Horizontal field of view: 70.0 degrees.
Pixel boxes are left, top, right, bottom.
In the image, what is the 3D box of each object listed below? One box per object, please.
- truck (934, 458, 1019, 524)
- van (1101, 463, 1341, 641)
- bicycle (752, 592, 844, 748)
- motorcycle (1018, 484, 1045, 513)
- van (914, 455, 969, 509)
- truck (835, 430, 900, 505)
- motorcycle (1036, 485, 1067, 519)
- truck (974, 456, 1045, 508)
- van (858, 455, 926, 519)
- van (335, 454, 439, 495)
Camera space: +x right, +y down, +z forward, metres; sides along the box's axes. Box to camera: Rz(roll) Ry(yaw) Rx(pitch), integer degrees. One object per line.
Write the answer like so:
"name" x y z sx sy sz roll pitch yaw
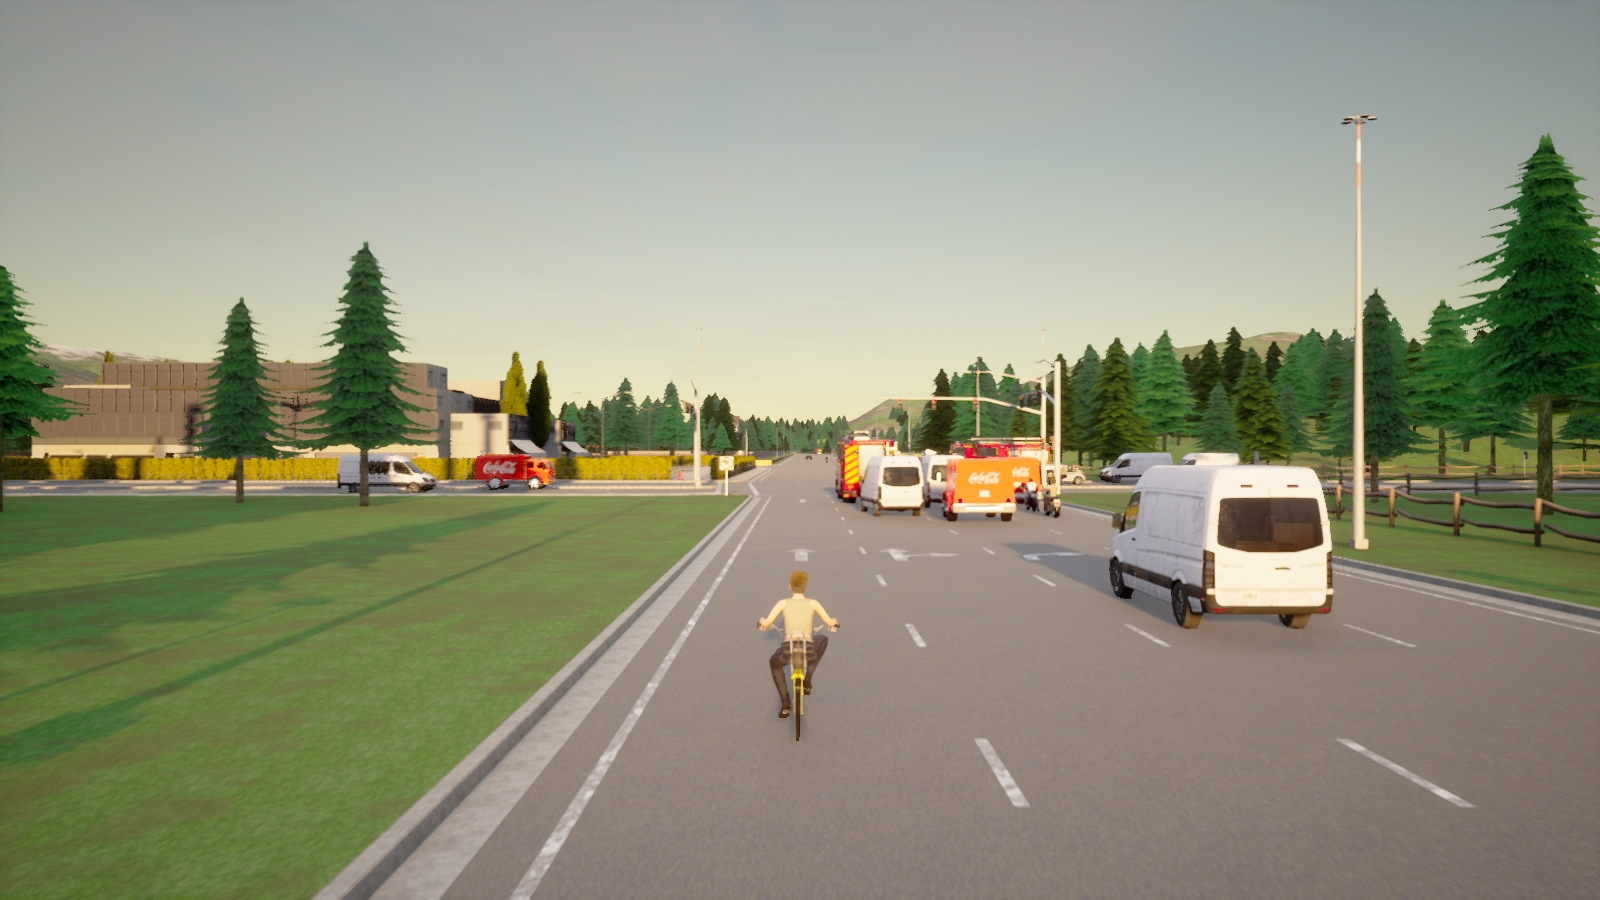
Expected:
"truck" 6.998 1.565 45.876 2.627 2.467 5.204 0 0 0
"van" 6.997 1.535 19.832 1.988 2.561 5.915 0 0 0
"bicycle" -0.016 2.158 11.452 0.859 1.276 1.487 0 0 0
"motorcycle" 10.498 2.186 51.945 0.803 1.199 2.033 0 0 0
"van" 7.002 1.534 57.035 1.988 2.561 5.915 0 0 0
"truck" 3.557 0.891 62.390 2.891 3.827 8.468 0 0 -1
"motorcycle" 10.500 2.155 47.750 0.764 1.307 2.356 0 0 0
"truck" 10.486 1.568 57.681 2.627 2.467 5.204 0 0 0
"van" 3.929 1.534 49.913 1.988 2.561 5.915 0 0 -5
"van" -26.237 1.534 72.775 5.915 2.561 1.988 0 0 -1
